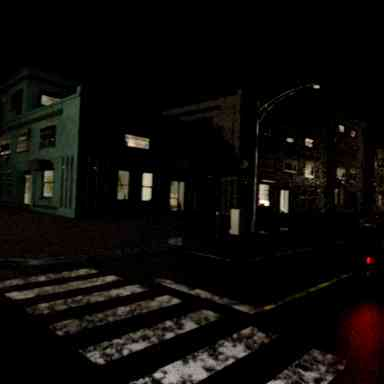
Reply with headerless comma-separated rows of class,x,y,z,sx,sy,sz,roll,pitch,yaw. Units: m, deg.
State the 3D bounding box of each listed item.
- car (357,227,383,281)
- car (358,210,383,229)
car,6.391,1.784,9.300,1.895,1.301,4.718,1,-1,45
car,14.016,2.088,25.098,1.752,1.417,4.829,2,0,45
